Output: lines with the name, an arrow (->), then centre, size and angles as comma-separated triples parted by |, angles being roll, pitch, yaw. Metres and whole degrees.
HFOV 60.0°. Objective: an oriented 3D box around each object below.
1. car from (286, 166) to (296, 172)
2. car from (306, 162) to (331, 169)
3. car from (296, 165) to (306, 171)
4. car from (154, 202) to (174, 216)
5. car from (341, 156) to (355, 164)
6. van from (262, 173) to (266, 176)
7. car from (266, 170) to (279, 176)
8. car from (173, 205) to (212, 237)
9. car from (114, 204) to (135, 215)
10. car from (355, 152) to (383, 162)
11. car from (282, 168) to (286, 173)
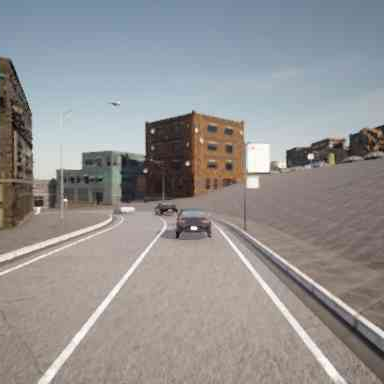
car -> 21.247, -4.428, 66.767 | 2.185, 1.767, 4.553 | 0, 1, -1
car -> 21.491, -4.297, 55.600 | 2.185, 1.767, 4.553 | 0, 1, -1
car -> 21.371, -4.196, 61.094 | 2.002, 1.452, 4.674 | 0, 1, -1
car -> -3.126, 1.890, 38.396 | 1.882, 1.535, 5.008 | 0, -1, -17
car -> 21.729, -4.040, 44.664 | 2.231, 1.521, 4.892 | 0, 1, -1
van -> 20.768, -4.744, 88.695 | 1.878, 1.987, 4.442 | 0, 0, -1
car -> 20.886, -4.471, 83.300 | 2.231, 1.521, 4.892 | 0, 1, -1
car -> 0.040, 1.595, 18.254 | 1.812, 1.442, 4.674 | 0, -1, -1
car -> -8.794, 2.224, 43.129 | 1.895, 1.301, 4.718 | 0, -2, -24
car -> 21.858, -3.961, 39.146 | 2.231, 1.521, 4.892 | 0, 1, -1
car -> 21.127, -4.488, 72.286 | 2.185, 1.767, 4.553 | 0, 1, -1
